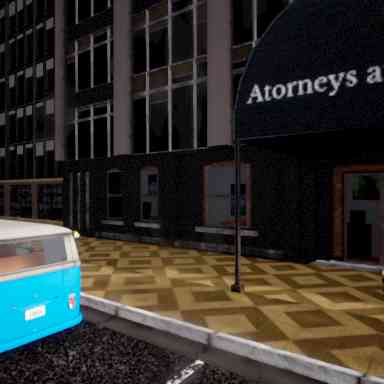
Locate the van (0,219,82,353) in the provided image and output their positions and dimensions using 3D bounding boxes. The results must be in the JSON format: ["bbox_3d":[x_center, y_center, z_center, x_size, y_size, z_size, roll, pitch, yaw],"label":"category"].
[{"bbox_3d":[-3.547,1.340,5.427,3.998,1.788,1.690,0,0,36],"label":"van"}]
